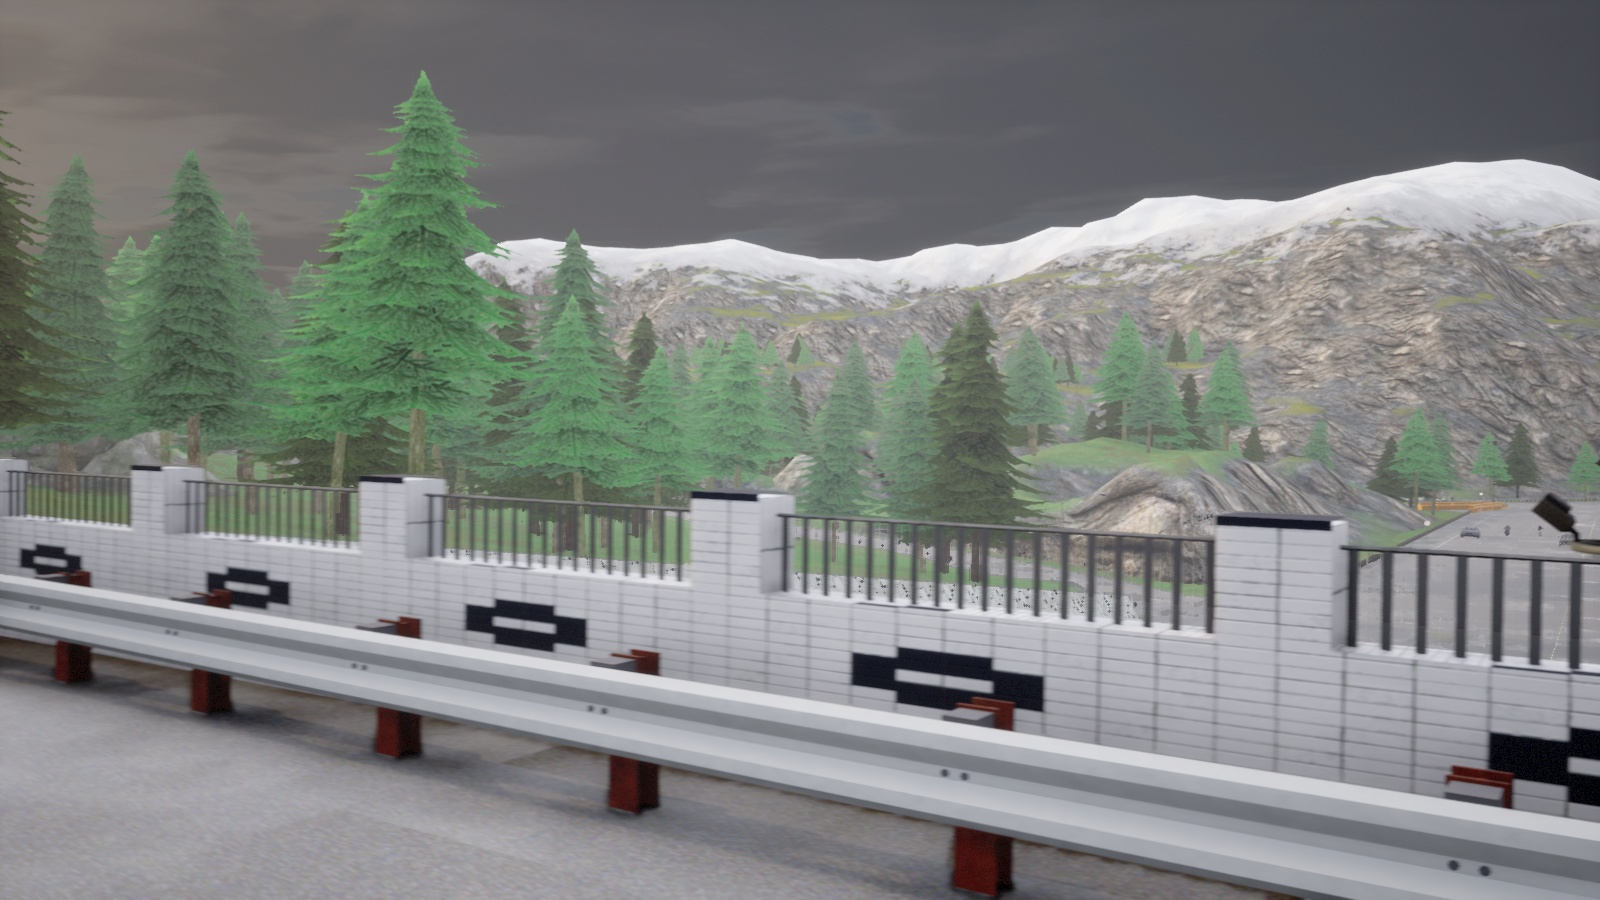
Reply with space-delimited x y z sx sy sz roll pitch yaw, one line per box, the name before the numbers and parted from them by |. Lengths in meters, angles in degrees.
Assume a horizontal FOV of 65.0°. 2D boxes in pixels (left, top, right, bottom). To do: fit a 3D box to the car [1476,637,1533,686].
car | 35.019 10.442 62.356 2.163 1.488 4.792 1 1 33
